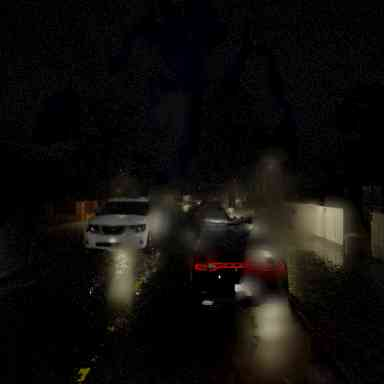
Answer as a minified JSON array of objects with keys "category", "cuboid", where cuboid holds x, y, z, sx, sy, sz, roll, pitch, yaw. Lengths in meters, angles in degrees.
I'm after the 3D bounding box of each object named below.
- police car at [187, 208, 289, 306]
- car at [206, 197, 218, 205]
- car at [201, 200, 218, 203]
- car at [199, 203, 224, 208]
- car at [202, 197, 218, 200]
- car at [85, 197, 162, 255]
[{"category":"police car","cuboid":[0.896,1.428,8.228,1.930,1.638,5.238,0,0,1]},{"category":"car","cuboid":[3.758,1.651,61.045,1.895,1.301,4.718,0,0,7]},{"category":"car","cuboid":[1.424,1.537,24.040,1.812,1.442,4.674,0,0,3]},{"category":"car","cuboid":[1.166,1.533,18.071,1.812,1.442,4.674,0,0,2]},{"category":"car","cuboid":[2.190,1.523,45.887,2.128,1.511,4.902,0,0,6]},{"category":"car","cuboid":[-2.511,1.226,13.611,2.150,2.045,5.566,0,0,2]}]
